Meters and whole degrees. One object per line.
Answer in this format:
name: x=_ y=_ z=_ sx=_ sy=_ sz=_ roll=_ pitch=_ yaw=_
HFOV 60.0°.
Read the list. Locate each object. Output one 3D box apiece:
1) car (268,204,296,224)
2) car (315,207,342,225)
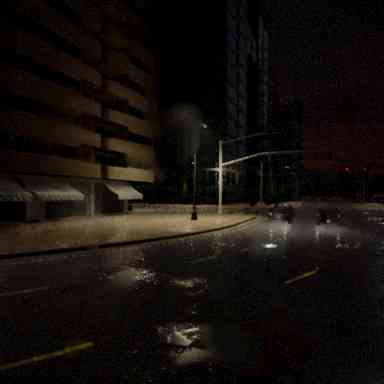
car: x=7.507 y=1.723 z=27.551 sx=2.128 sy=1.511 sz=4.902 roll=0 pitch=-1 yaw=22
car: x=10.834 y=1.846 z=26.431 sx=1.895 sy=1.301 sz=4.718 roll=0 pitch=0 yaw=22
